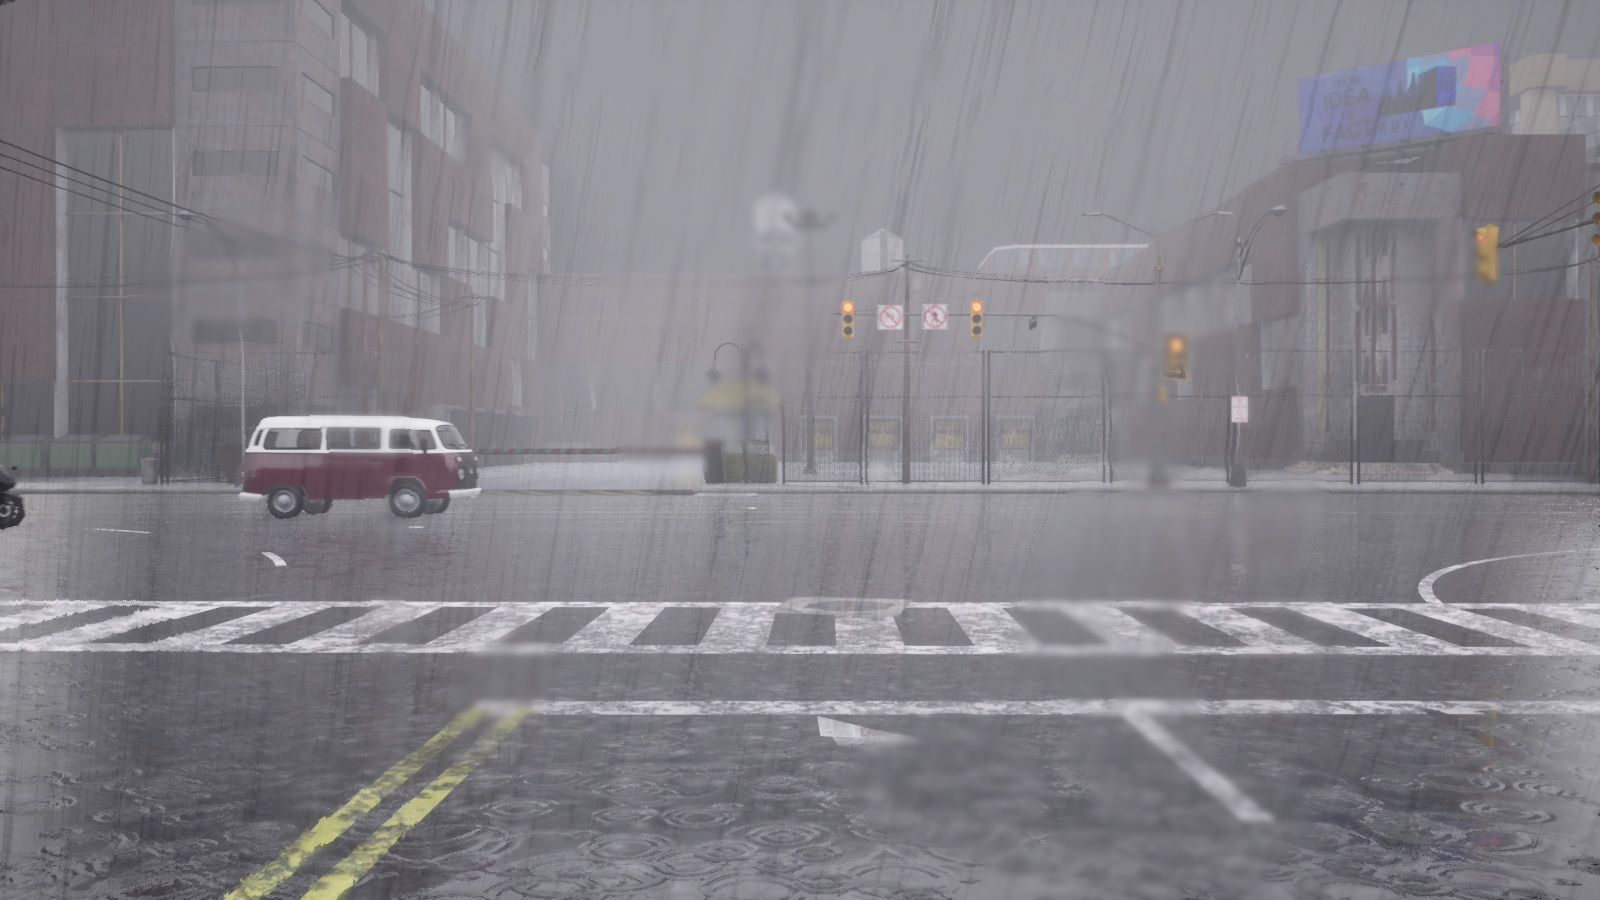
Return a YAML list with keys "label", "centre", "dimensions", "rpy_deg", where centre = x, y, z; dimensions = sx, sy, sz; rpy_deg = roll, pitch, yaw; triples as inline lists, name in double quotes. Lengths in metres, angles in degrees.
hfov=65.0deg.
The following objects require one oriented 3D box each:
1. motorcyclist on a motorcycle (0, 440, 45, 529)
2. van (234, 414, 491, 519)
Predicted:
- label: "motorcyclist on a motorcycle"
  centre: [-14.511, 0.592, 22.053]
  dimensions: [2.044, 1.523, 0.797]
  rpy_deg: [0, 0, 1]
- label: "van"
  centre: [-8.766, 0.319, 25.440]
  dimensions: [4.480, 2.038, 2.069]
  rpy_deg: [0, 0, 1]
